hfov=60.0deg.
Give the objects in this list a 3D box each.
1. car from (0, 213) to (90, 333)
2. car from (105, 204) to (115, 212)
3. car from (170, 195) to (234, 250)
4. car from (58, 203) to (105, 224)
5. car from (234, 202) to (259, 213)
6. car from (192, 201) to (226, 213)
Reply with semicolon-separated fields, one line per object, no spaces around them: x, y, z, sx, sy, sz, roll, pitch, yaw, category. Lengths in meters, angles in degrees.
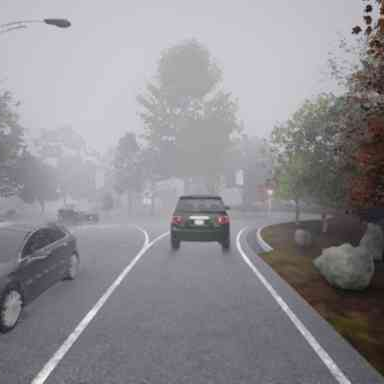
-3.710;1.397;6.579;1.837;1.490;4.892;0;0;-1;car
-15.504;2.610;55.544;2.033;1.411;5.357;-2;-1;41;car
0.436;1.145;13.860;2.150;2.045;5.566;0;-1;4;car
-9.266;1.748;27.009;1.882;1.535;5.008;2;-3;-41;car
8.813;2.510;55.411;2.097;1.767;4.553;1;-2;-40;car
3.048;2.572;59.502;5.566;2.045;2.150;0;-2;22;car
